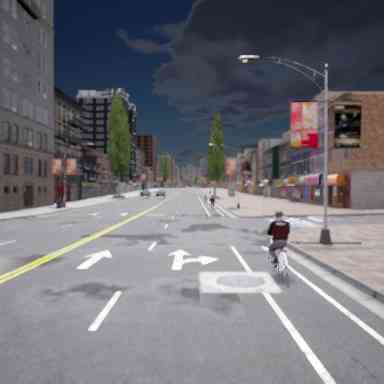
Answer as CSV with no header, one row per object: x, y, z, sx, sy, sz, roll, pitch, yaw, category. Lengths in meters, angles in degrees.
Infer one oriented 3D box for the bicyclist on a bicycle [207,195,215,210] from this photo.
2.254,1.207,36.597,0.659,1.776,1.843,0,1,0,bicyclist on a bicycle

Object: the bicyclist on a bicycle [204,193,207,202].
2.271,0.911,55.987,0.866,1.612,1.509,0,1,0,bicyclist on a bicycle

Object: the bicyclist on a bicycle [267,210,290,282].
2.250,1.359,8.813,0.659,1.776,1.843,0,0,0,bicyclist on a bicycle

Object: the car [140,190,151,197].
-9.747,0.282,69.949,1.837,1.490,4.892,0,1,0,car

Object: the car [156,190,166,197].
-6.497,0.322,69.950,2.033,1.411,5.357,0,1,0,car
